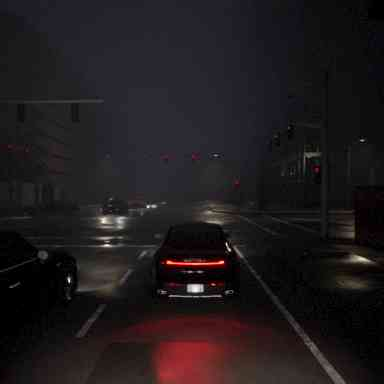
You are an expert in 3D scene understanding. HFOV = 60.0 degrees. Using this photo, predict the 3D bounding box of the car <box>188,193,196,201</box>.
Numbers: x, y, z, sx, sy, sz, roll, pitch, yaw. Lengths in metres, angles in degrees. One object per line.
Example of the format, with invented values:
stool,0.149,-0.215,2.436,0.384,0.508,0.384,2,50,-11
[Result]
car,-0.014,1.225,84.494,2.150,2.045,5.566,0,0,1

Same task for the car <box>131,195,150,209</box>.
car,-7.469,1.477,46.160,1.882,1.535,5.008,0,0,0

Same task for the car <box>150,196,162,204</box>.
car,-7.334,1.492,61.228,2.128,1.511,4.902,0,0,1

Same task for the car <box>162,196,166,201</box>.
car,-7.100,1.488,76.749,1.895,1.301,4.718,0,0,1

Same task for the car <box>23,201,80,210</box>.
car,-13.707,1.581,32.798,2.033,1.411,5.357,0,0,36

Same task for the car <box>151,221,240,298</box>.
car,0.081,1.505,8.476,1.837,1.490,4.892,0,0,0

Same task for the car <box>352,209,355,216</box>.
car,15.972,1.656,27.702,4.718,1.301,1.895,0,0,0

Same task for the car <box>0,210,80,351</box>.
car,-3.445,1.352,5.153,2.097,1.767,4.553,0,0,0

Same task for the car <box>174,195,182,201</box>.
car,-3.517,1.553,84.269,1.994,1.385,4.181,0,0,1

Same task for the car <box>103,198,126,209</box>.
car,-10.977,1.547,47.275,2.033,1.411,5.357,0,0,0

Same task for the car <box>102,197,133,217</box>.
car,-7.346,1.535,32.297,1.837,1.490,4.892,0,-1,-1

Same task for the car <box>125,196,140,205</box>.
car,-10.828,1.525,61.088,1.812,1.442,4.674,0,0,1

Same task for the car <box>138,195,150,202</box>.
car,-10.635,1.464,73.615,1.882,1.535,5.008,0,0,1
